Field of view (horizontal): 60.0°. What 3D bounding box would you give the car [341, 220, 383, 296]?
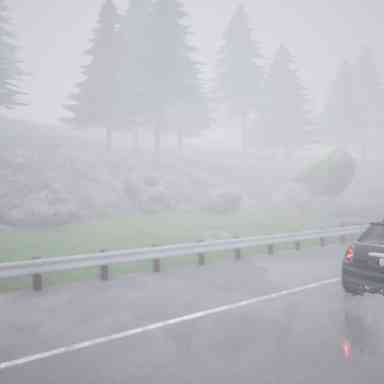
[{"bbox_3d":[5.407,1.350,7.423,4.553,1.767,2.097,0,0,-35],"label":"car"}]
